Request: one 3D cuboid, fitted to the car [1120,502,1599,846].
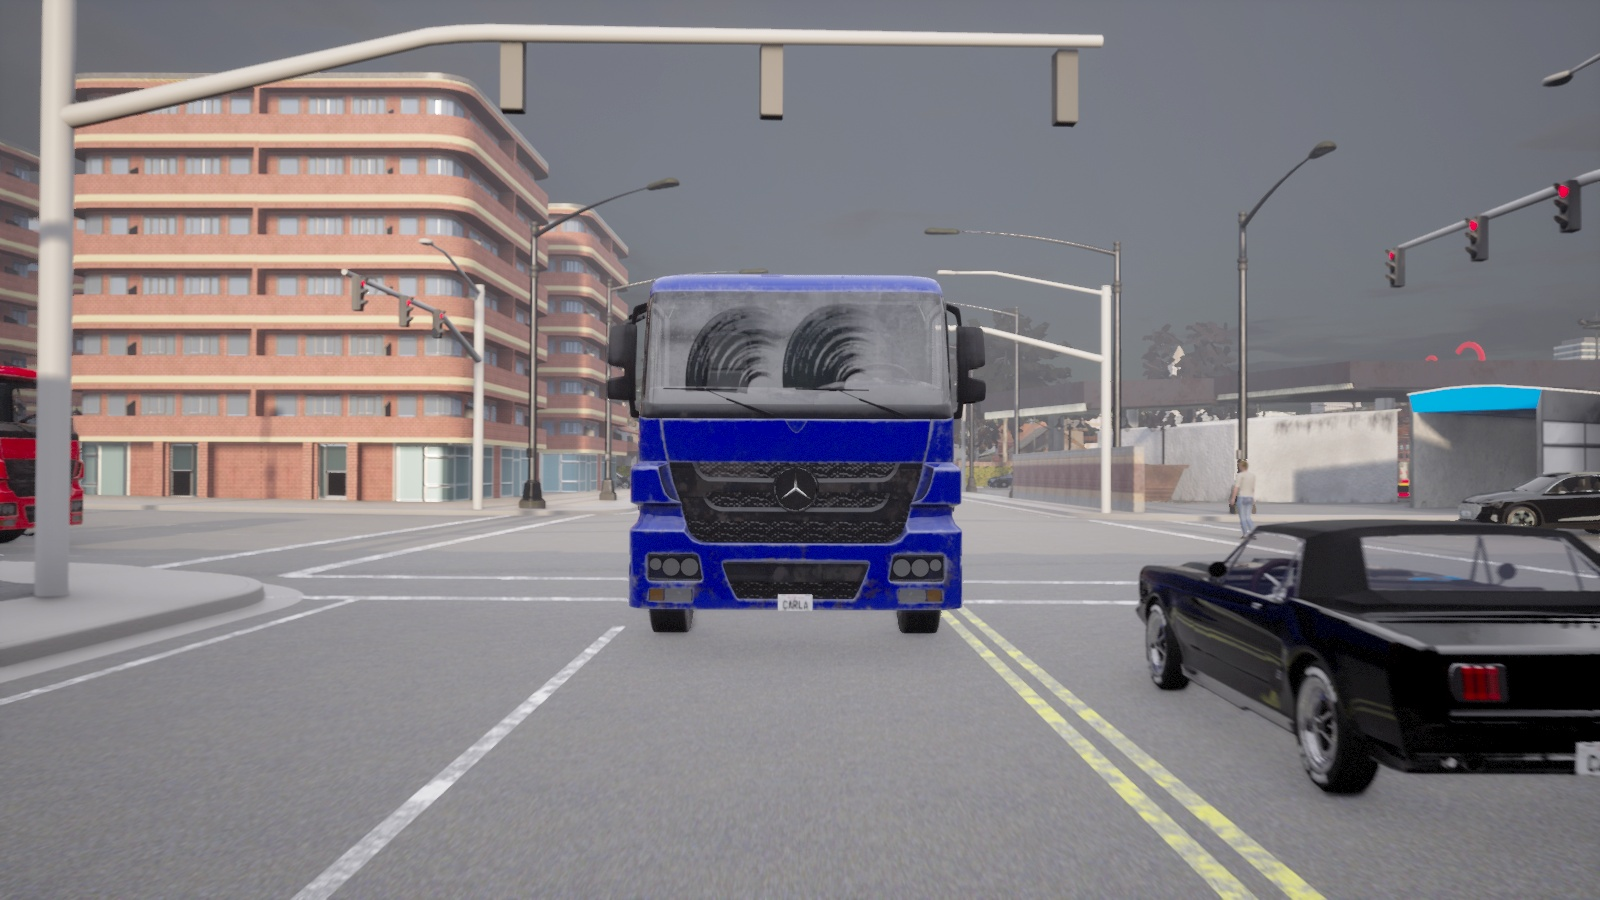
[{"bbox_3d":[3.464,1.028,7.574,1.895,1.301,4.718,0,-1,1],"label":"car"}]

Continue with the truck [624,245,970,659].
[{"bbox_3d":[-0.040,0.075,14.506,2.891,3.462,7.936,0,-1,0],"label":"truck"}]

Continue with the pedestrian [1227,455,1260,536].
[{"bbox_3d":[10.268,1.048,29.077,0.354,1.836,0.706,0,-1,-16],"label":"pedestrian"}]

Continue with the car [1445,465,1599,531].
[{"bbox_3d":[19.545,1.207,32.282,4.856,1.649,2.033,0,-1,1],"label":"car"}]

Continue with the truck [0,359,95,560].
[{"bbox_3d":[-17.785,0.156,23.110,7.936,3.462,2.891,0,-1,0],"label":"truck"}]
